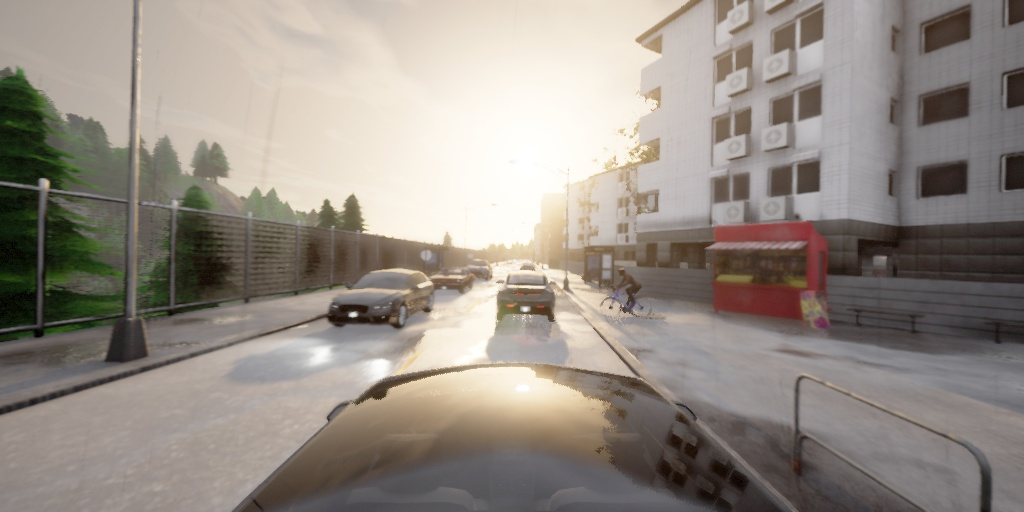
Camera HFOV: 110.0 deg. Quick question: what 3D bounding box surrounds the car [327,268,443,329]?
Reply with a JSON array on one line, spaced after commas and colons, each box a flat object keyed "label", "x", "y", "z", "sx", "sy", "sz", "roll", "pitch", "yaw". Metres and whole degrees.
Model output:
[{"label": "car", "x": -3.761, "y": 1.193, "z": 11.168, "sx": 1.837, "sy": 1.490, "sz": 4.892, "roll": 1, "pitch": 0, "yaw": 3}]

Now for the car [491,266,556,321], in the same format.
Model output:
[{"label": "car", "x": 0.506, "y": 1.292, "z": 12.789, "sx": 1.837, "sy": 1.490, "sz": 4.892, "roll": 1, "pitch": 0, "yaw": 3}]

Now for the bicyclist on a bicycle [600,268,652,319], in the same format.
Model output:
[{"label": "bicyclist on a bicycle", "x": 3.661, "y": 1.201, "z": 11.503, "sx": 1.656, "sy": 1.620, "sz": 0.582, "roll": 1, "pitch": 1, "yaw": 3}]

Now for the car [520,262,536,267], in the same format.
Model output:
[{"label": "car", "x": 1.884, "y": 1.416, "z": 43.275, "sx": 1.812, "sy": 1.442, "sz": 4.674, "roll": 1, "pitch": 0, "yaw": 3}]

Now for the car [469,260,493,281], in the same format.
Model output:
[{"label": "car", "x": -2.858, "y": 1.106, "z": 30.694, "sx": 2.097, "sy": 1.767, "sz": 4.553, "roll": 1, "pitch": 0, "yaw": 3}]

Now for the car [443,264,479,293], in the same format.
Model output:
[{"label": "car", "x": -3.344, "y": 1.320, "z": 20.415, "sx": 1.895, "sy": 1.301, "sz": 4.718, "roll": 1, "pitch": 0, "yaw": 3}]
